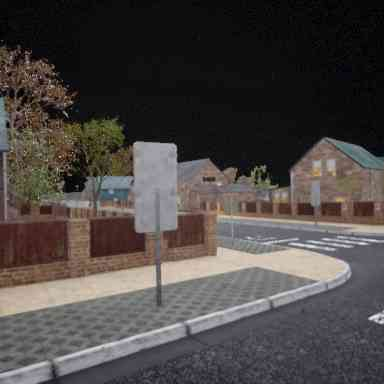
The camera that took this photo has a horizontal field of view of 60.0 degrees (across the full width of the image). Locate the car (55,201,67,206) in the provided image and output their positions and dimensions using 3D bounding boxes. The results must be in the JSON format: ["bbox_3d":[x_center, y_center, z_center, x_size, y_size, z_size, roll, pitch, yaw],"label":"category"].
[{"bbox_3d":[-34.187,3.162,87.260,2.033,1.411,5.357,-1,0,-31],"label":"car"}]
